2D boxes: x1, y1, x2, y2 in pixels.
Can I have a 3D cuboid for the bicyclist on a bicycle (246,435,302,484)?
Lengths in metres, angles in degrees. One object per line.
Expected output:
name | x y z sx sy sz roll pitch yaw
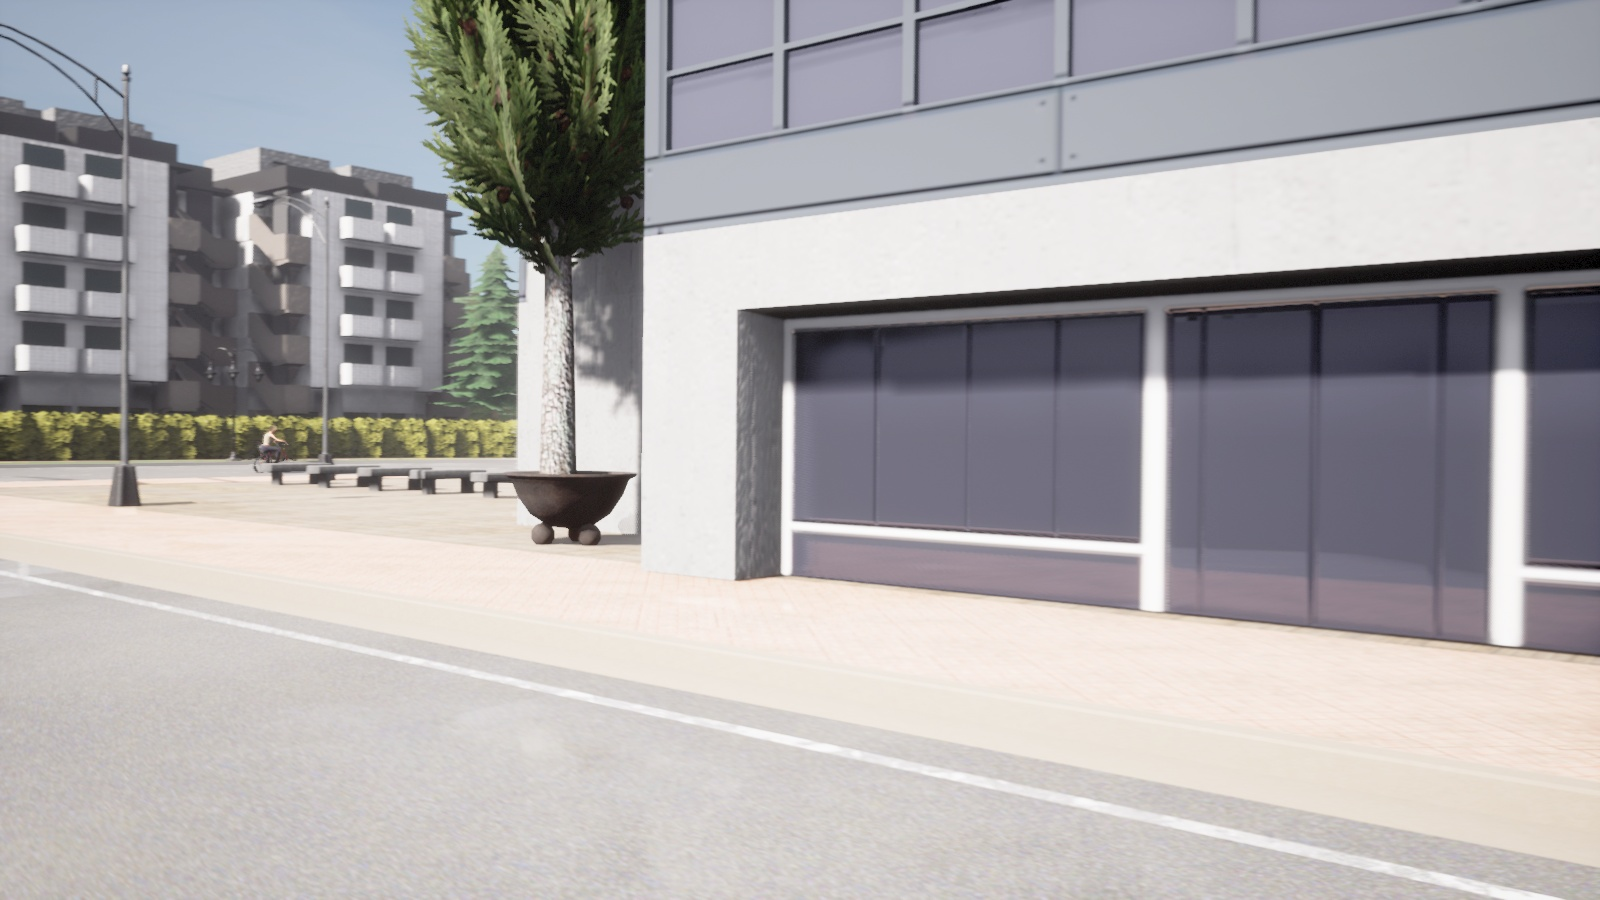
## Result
bicyclist on a bicycle | -17.687 0.299 42.232 0.866 1.612 1.509 0 1 37
